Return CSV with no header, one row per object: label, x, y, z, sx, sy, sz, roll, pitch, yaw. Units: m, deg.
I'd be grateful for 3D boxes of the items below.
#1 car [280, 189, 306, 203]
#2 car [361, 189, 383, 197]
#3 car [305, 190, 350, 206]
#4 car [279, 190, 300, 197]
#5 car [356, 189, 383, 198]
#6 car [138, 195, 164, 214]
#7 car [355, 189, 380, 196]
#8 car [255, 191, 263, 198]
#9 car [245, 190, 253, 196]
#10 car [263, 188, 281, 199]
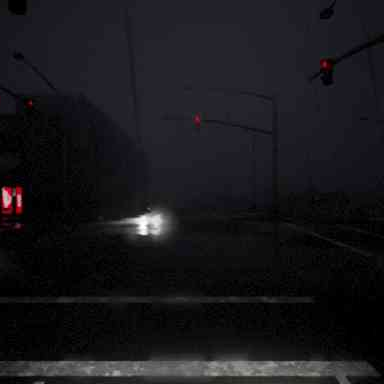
car,14.180,0.511,41.551,5.027,1.636,2.152,0,1,0
car,39.999,0.196,72.699,5.027,1.636,2.152,0,1,0
car,14.502,0.691,35.135,3.806,1.475,1.970,0,1,0
car,21.334,0.247,72.852,3.806,1.475,1.970,0,1,0
car,32.322,0.372,60.857,3.633,1.501,1.845,0,1,0
car,-3.490,1.029,29.210,2.128,1.511,4.902,0,1,0
car,39.948,0.156,75.836,4.514,1.523,2.007,0,1,0
car,13.772,0.207,57.248,4.605,1.855,1.932,0,1,0
car,13.914,0.190,75.834,3.633,1.501,1.845,0,1,0
car,14.183,0.232,54.342,3.866,1.878,1.905,0,1,0
